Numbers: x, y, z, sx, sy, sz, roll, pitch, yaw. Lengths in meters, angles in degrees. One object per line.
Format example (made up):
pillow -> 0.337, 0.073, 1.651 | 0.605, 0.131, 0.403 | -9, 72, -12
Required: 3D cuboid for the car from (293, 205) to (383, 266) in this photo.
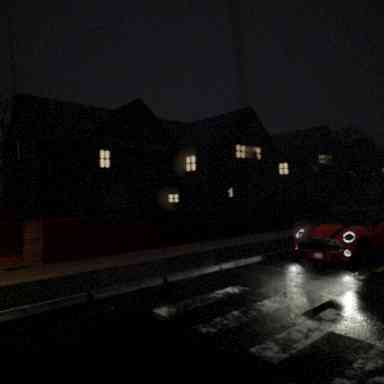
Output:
car -> 5.446, 1.303, 11.466 | 4.553, 1.767, 2.097 | -1, -1, -41
